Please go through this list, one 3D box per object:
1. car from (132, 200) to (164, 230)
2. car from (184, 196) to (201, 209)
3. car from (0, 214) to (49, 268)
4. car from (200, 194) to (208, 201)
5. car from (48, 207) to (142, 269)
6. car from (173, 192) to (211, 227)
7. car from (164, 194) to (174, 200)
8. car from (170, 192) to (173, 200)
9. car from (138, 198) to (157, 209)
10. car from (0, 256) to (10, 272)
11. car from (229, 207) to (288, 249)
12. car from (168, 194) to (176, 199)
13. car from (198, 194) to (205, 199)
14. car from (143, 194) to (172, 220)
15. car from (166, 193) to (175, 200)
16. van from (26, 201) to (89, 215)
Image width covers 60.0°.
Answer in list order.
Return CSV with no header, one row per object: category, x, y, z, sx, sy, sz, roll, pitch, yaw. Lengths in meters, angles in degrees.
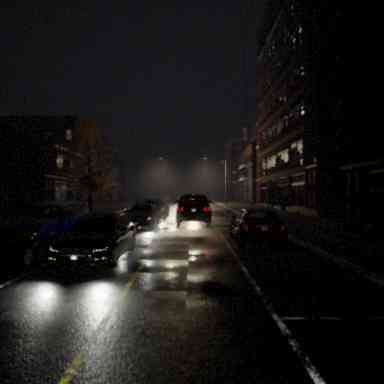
car,-3.078,1.462,20.827,1.812,1.442,4.674,0,0,0
car,0.088,1.356,44.857,2.128,1.511,4.902,0,0,0
car,-5.677,1.518,8.565,1.887,1.381,4.507,1,0,0
car,2.702,1.297,77.037,1.752,1.417,4.829,1,0,0
car,-3.082,1.470,11.142,1.837,1.490,4.892,0,0,0
car,0.100,1.154,22.242,2.150,2.045,5.566,0,0,0
car,-5.679,1.323,82.493,1.947,1.339,4.313,1,0,0
car,-5.676,1.229,71.118,1.967,1.590,4.097,1,0,0
car,-5.678,1.453,42.686,1.802,1.307,4.206,1,0,0
car,-3.091,1.488,1.195,2.128,1.511,4.902,0,0,0
car,2.705,1.396,14.313,1.967,1.590,4.097,1,0,0
car,-5.678,1.292,93.866,1.947,1.339,4.313,1,0,0
car,2.701,1.308,93.926,1.802,1.307,4.206,1,0,0
car,-3.001,1.323,26.971,2.097,1.767,4.553,0,0,0
car,-5.676,1.181,88.179,1.967,1.590,4.097,1,0,0
van,-5.673,1.297,14.252,1.690,1.788,3.998,1,0,0
